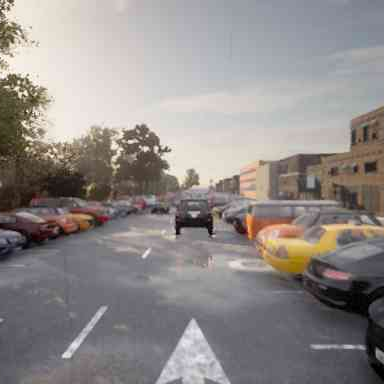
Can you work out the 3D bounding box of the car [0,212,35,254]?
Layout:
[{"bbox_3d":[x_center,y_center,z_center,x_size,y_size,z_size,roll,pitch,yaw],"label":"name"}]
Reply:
[{"bbox_3d":[-8.531,1.611,11.918,4.674,1.452,2.002,0,0,0],"label":"car"}]

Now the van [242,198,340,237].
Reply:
[{"bbox_3d":[4.672,1.368,14.651,4.442,1.987,1.878,0,0,0],"label":"van"}]

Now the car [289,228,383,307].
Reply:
[{"bbox_3d":[4.544,1.573,6.362,4.674,1.452,2.002,0,0,0],"label":"car"}]

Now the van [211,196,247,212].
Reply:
[{"bbox_3d":[4.699,1.546,42.422,4.442,1.987,1.878,0,0,0],"label":"van"}]

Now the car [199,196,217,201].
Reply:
[{"bbox_3d":[4.479,1.857,93.742,5.008,1.535,2.097,0,0,0],"label":"car"}]

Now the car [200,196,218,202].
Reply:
[{"bbox_3d":[4.450,1.875,88.090,4.674,1.452,2.002,0,0,0],"label":"car"}]

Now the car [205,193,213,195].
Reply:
[{"bbox_3d":[4.608,1.505,39.763,5.566,2.045,2.435,0,0,0],"label":"car"}]

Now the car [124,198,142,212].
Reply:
[{"bbox_3d":[-8.508,1.737,36.983,5.008,1.535,2.097,0,0,0],"label":"car"}]

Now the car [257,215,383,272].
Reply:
[{"bbox_3d":[4.735,1.550,9.145,5.366,1.575,1.946,0,0,0],"label":"car"}]

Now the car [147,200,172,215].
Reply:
[{"bbox_3d":[-3.558,1.865,38.020,1.895,1.301,4.718,0,0,0],"label":"car"}]

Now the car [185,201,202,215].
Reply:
[{"bbox_3d":[0.139,1.792,38.343,1.812,1.442,4.674,0,0,0],"label":"car"}]

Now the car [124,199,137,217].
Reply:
[{"bbox_3d":[-8.476,1.750,34.197,4.792,1.488,2.163,0,0,0],"label":"car"}]

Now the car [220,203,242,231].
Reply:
[{"bbox_3d":[4.561,1.692,23.062,4.674,1.452,2.002,0,0,0],"label":"car"}]

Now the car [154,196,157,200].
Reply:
[{"bbox_3d":[-8.517,1.710,53.568,4.553,1.767,2.185,0,0,0],"label":"car"}]

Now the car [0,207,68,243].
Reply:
[{"bbox_3d":[-8.520,1.592,14.703,5.008,1.535,2.097,0,0,0],"label":"car"}]

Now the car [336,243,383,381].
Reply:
[{"bbox_3d":[4.549,1.510,3.579,5.008,1.535,2.097,0,0,0],"label":"car"}]

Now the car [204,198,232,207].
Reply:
[{"bbox_3d":[4.584,1.910,59.102,4.674,1.452,2.002,-1,0,0],"label":"car"}]

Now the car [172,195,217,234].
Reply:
[{"bbox_3d":[0.122,1.375,20.471,2.150,2.045,5.566,0,0,0],"label":"car"}]

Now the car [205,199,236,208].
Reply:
[{"bbox_3d":[4.565,1.868,53.678,4.792,1.488,2.163,0,0,0],"label":"car"}]

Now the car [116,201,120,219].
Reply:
[{"bbox_3d":[-8.520,1.670,25.843,4.892,1.521,2.231,0,0,0],"label":"car"}]

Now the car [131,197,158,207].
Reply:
[{"bbox_3d":[-8.449,1.743,59.263,4.553,1.767,2.185,0,0,0],"label":"car"}]

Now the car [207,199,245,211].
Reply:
[{"bbox_3d":[4.592,1.790,45.328,4.892,1.521,2.231,0,0,0],"label":"car"}]

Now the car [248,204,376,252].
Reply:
[{"bbox_3d":[4.583,1.448,11.930,4.553,1.767,2.185,0,0,0],"label":"car"}]

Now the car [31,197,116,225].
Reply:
[{"bbox_3d":[-8.489,1.398,23.061,5.566,2.045,2.435,0,0,0],"label":"car"}]

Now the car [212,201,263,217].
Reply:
[{"bbox_3d":[4.581,1.724,34.195,4.892,1.521,2.231,0,0,0],"label":"car"}]

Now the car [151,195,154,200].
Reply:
[{"bbox_3d":[-8.520,1.693,50.783,4.553,1.767,2.185,0,0,0],"label":"car"}]

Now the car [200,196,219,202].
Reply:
[{"bbox_3d":[4.440,1.863,85.264,4.674,1.452,2.002,0,0,0],"label":"car"}]

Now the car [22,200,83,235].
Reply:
[{"bbox_3d":[-8.490,1.486,17.488,4.553,1.767,2.185,0,0,0],"label":"car"}]

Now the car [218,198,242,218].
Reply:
[{"bbox_3d":[4.597,1.545,25.846,4.553,1.767,2.185,0,0,0],"label":"car"}]

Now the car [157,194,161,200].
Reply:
[{"bbox_3d":[-8.512,1.601,56.479,5.566,2.045,2.435,0,0,0],"label":"car"}]

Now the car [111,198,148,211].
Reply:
[{"bbox_3d":[-8.463,1.661,45.338,4.553,1.767,2.185,0,0,0],"label":"car"}]

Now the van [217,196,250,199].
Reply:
[{"bbox_3d":[4.694,1.514,36.980,4.442,1.987,1.878,0,0,0],"label":"van"}]

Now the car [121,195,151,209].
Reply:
[{"bbox_3d":[-8.526,1.518,42.429,5.566,2.045,2.435,0,0,0],"label":"car"}]

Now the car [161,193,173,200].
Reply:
[{"bbox_3d":[-8.095,1.707,88.101,4.553,1.767,2.185,0,0,0],"label":"car"}]

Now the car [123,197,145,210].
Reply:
[{"bbox_3d":[-8.686,1.750,39.643,5.366,1.575,1.946,0,0,0],"label":"car"}]

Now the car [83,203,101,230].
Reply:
[{"bbox_3d":[-8.524,1.630,20.272,5.008,1.535,2.097,0,0,0],"label":"car"}]

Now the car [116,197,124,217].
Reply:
[{"bbox_3d":[-8.542,1.560,28.629,4.553,1.767,2.185,0,0,0],"label":"car"}]
